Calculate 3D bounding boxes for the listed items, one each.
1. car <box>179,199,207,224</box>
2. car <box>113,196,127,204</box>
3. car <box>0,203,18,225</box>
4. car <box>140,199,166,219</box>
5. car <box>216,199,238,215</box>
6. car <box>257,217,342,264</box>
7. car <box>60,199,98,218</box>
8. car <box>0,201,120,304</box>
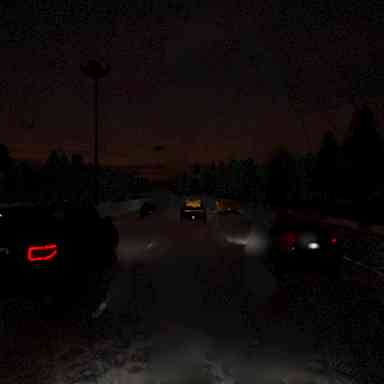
[{"bbox_3d":[0.098,1.501,24.798,2.128,1.511,4.902,0,0,0],"label":"car"},{"bbox_3d":[-14.120,1.584,65.738,1.994,1.385,4.181,0,0,-1],"label":"car"},{"bbox_3d":[-14.102,1.556,22.293,2.033,1.411,5.357,0,0,0],"label":"car"},{"bbox_3d":[-3.399,1.503,29.619,2.128,1.511,4.902,0,0,0],"label":"car"},{"bbox_3d":[3.598,1.492,34.714,1.882,1.535,5.008,0,0,0],"label":"car"},{"bbox_3d":[3.600,1.569,11.850,1.994,1.385,4.181,0,0,0],"label":"car"},{"bbox_3d":[-10.598,1.490,31.587,1.882,1.535,5.008,0,0,0],"label":"car"},{"bbox_3d":[-3.400,1.225,8.262,2.150,2.045,5.566,0,0,0],"label":"car"}]
